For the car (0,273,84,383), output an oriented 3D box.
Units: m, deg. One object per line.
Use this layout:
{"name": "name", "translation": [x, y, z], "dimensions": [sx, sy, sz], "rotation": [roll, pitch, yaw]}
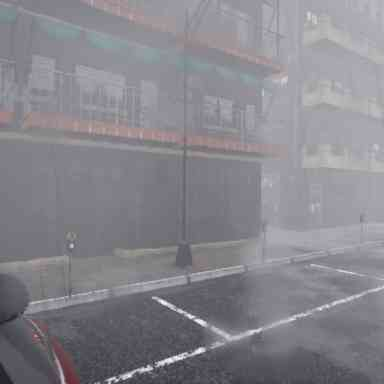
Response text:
{"name": "car", "translation": [-2.633, 1.351, 1.192], "dimensions": [4.553, 1.767, 2.097], "rotation": [0, 0, -36]}
